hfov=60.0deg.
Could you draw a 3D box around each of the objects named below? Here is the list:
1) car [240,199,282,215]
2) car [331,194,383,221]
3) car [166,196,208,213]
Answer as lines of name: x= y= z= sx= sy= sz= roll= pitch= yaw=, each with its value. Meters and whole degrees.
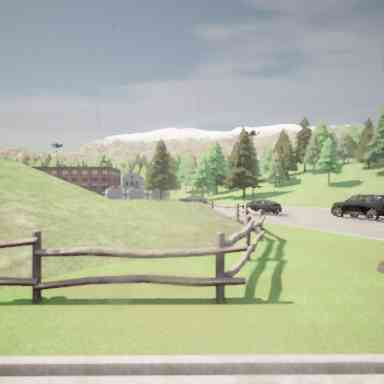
car: x=6.746 y=1.476 z=33.216 sx=1.837 sy=1.490 sz=4.892 roll=1 pitch=0 yaw=-32
car: x=13.965 y=1.190 z=26.948 sx=2.150 sy=2.045 sz=5.566 roll=0 pitch=0 yaw=-23
car: x=-0.875 y=1.480 z=37.237 sx=1.837 sy=1.490 sz=4.892 roll=1 pitch=0 yaw=-43
